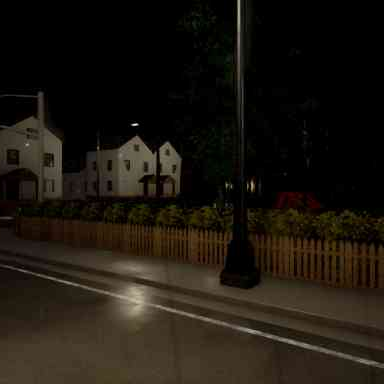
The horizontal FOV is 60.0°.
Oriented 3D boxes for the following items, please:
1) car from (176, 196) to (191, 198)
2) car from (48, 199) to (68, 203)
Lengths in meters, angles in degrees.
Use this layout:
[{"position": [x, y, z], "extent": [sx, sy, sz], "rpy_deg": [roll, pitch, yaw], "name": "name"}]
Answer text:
[{"position": [-1.595, 1.352, 50.094], "extent": [2.097, 1.767, 4.553], "rpy_deg": [0, 0, 35], "name": "car"}, {"position": [-13.387, 1.490, 33.091], "extent": [2.128, 1.511, 4.902], "rpy_deg": [0, 0, 35], "name": "car"}]
